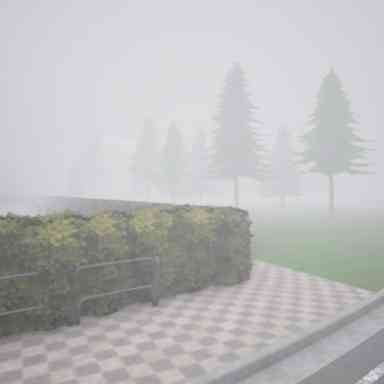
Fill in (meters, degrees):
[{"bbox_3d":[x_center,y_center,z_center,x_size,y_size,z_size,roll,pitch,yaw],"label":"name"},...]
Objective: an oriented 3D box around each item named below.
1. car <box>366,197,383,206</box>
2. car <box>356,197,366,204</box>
[{"bbox_3d":[33.424,1.797,59.762,1.895,1.301,4.718,0,0,13],"label":"car"},{"bbox_3d":[35.688,1.761,69.479,1.895,1.301,4.718,0,0,13],"label":"car"}]
